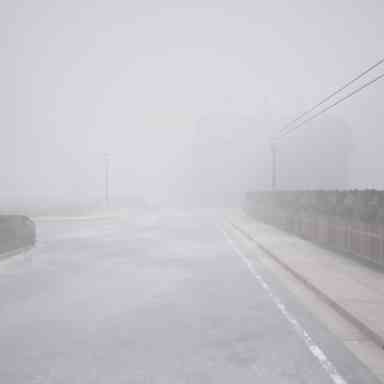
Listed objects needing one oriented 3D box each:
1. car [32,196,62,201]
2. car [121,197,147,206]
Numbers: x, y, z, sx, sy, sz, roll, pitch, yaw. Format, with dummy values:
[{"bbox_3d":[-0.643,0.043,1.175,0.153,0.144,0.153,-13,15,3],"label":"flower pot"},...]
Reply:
[{"bbox_3d":[-24.494,1.514,56.147,4.892,1.490,1.837,0,0,0],"label":"car"},{"bbox_3d":[-9.339,1.468,53.253,4.902,1.511,2.128,0,0,39],"label":"car"}]
